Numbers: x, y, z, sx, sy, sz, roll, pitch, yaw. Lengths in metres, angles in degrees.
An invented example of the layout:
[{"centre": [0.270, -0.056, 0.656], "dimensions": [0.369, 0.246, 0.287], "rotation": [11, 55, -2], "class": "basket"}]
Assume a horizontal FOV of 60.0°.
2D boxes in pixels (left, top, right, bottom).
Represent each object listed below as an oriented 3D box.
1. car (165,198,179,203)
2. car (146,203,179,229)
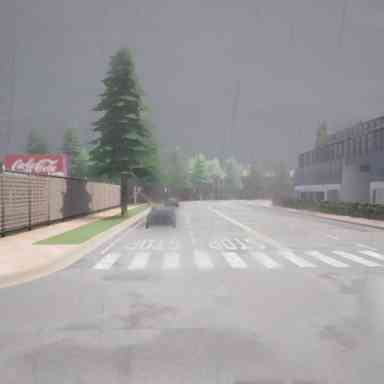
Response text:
[{"centre": [-2.958, 1.543, 48.467], "dimensions": [2.033, 1.411, 5.357], "rotation": [0, 0, -7], "class": "car"}, {"centre": [-1.916, 1.606, 21.750], "dimensions": [1.895, 1.301, 4.718], "rotation": [0, 0, -2], "class": "car"}]
